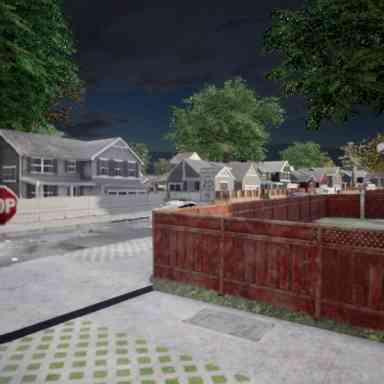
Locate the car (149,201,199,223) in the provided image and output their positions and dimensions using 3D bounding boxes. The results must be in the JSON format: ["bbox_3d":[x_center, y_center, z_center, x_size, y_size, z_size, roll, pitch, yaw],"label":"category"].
[{"bbox_3d":[-0.498,1.232,19.200,1.812,1.442,4.674,0,1,35],"label":"car"}]

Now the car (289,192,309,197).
[{"bbox_3d":[14.969,0.684,46.155,2.033,1.411,5.357,0,1,35],"label":"car"}]
